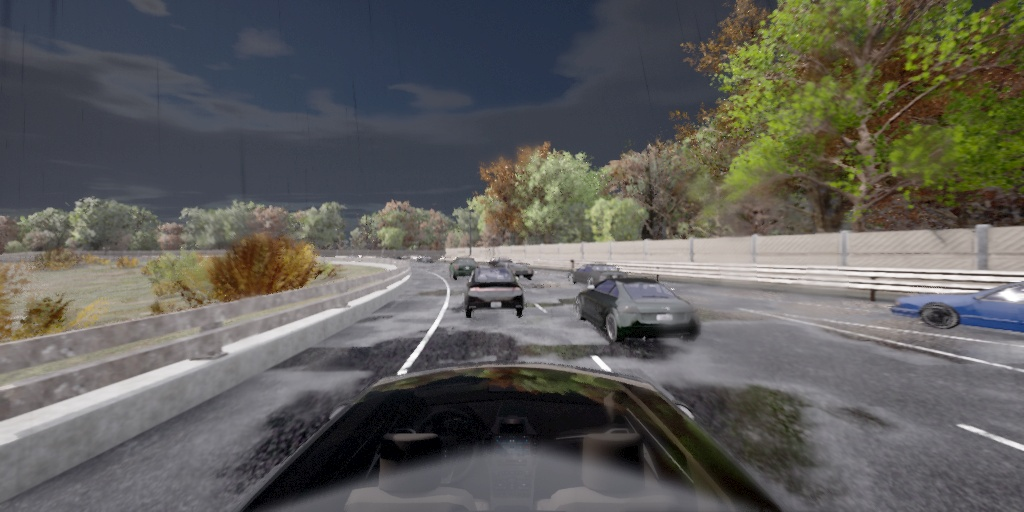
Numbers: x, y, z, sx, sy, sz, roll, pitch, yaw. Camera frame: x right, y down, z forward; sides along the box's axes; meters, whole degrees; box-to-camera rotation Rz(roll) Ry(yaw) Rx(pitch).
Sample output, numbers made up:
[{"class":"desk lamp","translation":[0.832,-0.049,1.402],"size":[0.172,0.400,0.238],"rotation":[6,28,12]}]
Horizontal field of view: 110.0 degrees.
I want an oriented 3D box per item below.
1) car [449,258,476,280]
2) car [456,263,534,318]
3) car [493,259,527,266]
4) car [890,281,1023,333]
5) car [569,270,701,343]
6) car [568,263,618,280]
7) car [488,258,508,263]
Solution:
[{"class":"car","translation":[-3.962,0.908,29.298],"size":[2.097,1.767,4.553],"rotation":[0,0,-15]},{"class":"car","translation":[-0.721,1.162,12.699],"size":[2.128,1.511,4.902],"rotation":[0,0,-6]},{"class":"car","translation":[0.130,1.159,27.608],"size":[1.895,1.301,4.718],"rotation":[0,0,-14]},{"class":"car","translation":[12.438,1.222,8.024],"size":[2.033,1.411,5.357],"rotation":[0,0,-20]},{"class":"car","translation":[3.064,1.249,9.552],"size":[1.994,1.385,4.181],"rotation":[0,0,-4]},{"class":"car","translation":[5.047,1.137,21.637],"size":[2.033,1.411,5.357],"rotation":[0,0,-11]},{"class":"car","translation":[-1.482,0.936,43.506],"size":[2.128,1.511,4.902],"rotation":[0,0,-22]}]
